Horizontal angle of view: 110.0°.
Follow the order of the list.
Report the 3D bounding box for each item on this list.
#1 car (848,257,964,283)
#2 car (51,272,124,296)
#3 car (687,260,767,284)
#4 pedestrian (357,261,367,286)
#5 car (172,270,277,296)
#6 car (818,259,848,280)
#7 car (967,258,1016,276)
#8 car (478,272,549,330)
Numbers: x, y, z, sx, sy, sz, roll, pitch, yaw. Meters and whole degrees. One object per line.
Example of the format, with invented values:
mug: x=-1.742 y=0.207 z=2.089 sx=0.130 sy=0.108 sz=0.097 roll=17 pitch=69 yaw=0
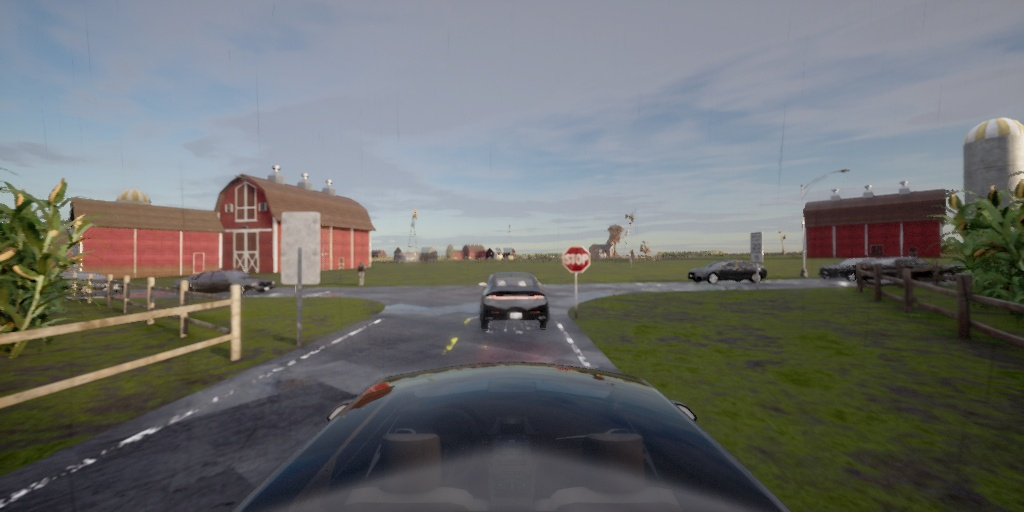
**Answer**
car: x=23.632 y=0.821 z=21.573 sx=5.008 sy=1.535 sz=1.882 roll=-1 pitch=0 yaw=-6
car: x=-26.680 y=1.705 z=22.349 sx=4.674 sy=1.442 sz=1.812 roll=-1 pitch=-1 yaw=8
car: x=14.171 y=1.033 z=23.736 sx=4.892 sy=1.490 sz=1.837 roll=-1 pitch=-1 yaw=-4
pedestrian: x=-11.214 y=1.267 z=26.661 sx=0.375 sy=1.860 sz=0.375 roll=0 pitch=0 yaw=4
car: x=-16.961 y=1.563 z=21.205 sx=5.357 sy=1.411 sz=2.033 roll=-1 pitch=-1 yaw=6
car: x=23.748 y=0.843 z=24.576 sx=5.008 sy=1.535 sz=1.882 roll=-1 pitch=0 yaw=-7
car: x=33.959 y=0.736 z=25.959 sx=5.357 sy=1.411 sz=2.033 roll=-1 pitch=0 yaw=-10
car: x=-0.026 y=1.253 z=11.223 sx=2.128 sy=1.511 sz=4.902 roll=0 pitch=0 yaw=-3
